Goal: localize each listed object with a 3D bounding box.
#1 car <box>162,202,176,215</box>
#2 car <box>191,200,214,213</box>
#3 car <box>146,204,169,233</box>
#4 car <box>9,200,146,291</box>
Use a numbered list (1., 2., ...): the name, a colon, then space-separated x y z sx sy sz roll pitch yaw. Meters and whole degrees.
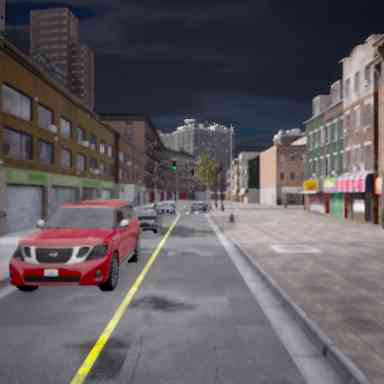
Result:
1. car: -2.762 1.848 36.784 1.994 1.385 4.181 0 0 0
2. car: 1.322 1.787 41.451 2.128 1.511 4.902 0 0 17
3. car: -2.846 1.694 20.819 2.033 1.411 5.357 0 0 0
4. car: -2.852 1.286 9.506 2.150 2.045 5.566 0 0 0
